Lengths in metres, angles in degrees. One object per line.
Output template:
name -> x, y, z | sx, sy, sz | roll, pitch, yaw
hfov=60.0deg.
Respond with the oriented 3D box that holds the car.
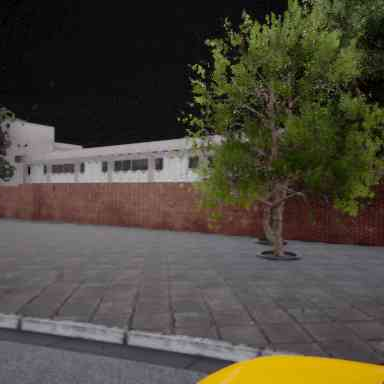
car -> 2.065, 1.478, 1.131 | 5.008, 1.535, 1.882 | 0, 0, 24
